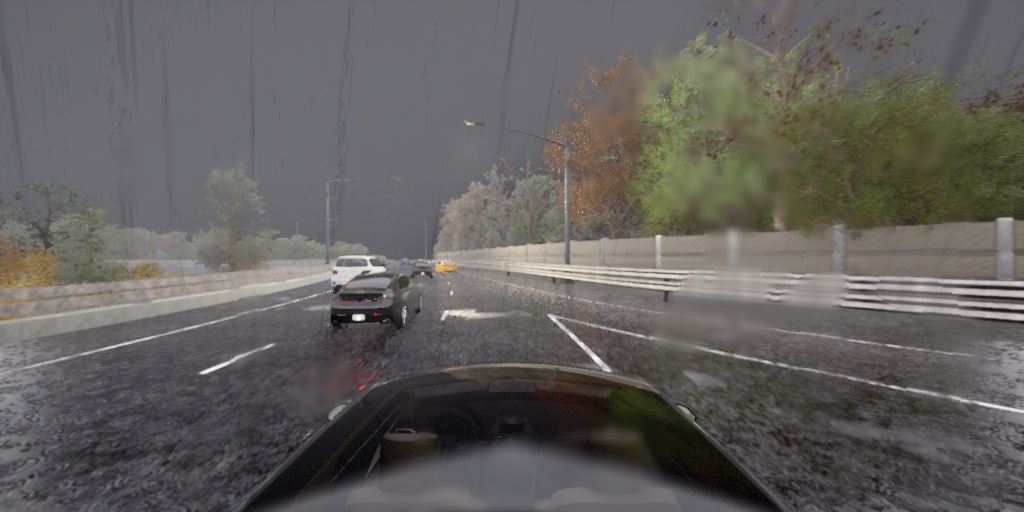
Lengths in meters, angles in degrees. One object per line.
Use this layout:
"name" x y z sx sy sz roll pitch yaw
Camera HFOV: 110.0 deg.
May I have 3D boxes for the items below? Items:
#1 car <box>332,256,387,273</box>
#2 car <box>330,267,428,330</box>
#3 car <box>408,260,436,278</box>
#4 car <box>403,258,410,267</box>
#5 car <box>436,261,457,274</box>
"car" -8.924 1.020 21.331 2.150 2.045 5.566 0 0 -10
"car" -4.012 1.277 11.288 1.837 1.490 4.892 0 0 -5
"car" -8.635 1.306 34.048 1.837 1.490 4.892 0 0 -18
"car" -16.847 1.354 61.222 1.837 1.490 4.892 0 0 -27
"car" -7.699 1.276 41.770 1.882 1.535 5.008 0 0 -21
